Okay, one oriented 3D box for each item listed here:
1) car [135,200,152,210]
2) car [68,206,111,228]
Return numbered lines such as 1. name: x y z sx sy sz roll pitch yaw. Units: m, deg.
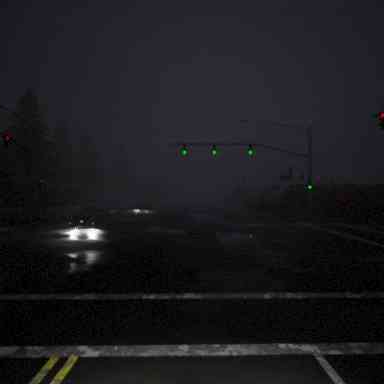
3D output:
1. car: -6.948 1.802 47.602 1.994 1.385 4.181 0 0 0
2. car: -6.973 1.683 22.999 1.994 1.385 4.181 0 0 0
